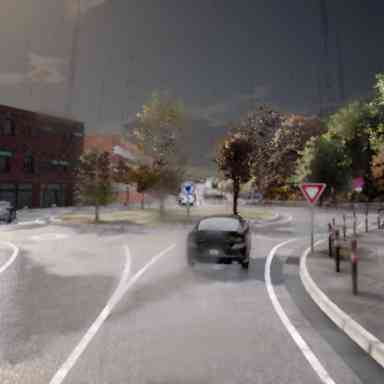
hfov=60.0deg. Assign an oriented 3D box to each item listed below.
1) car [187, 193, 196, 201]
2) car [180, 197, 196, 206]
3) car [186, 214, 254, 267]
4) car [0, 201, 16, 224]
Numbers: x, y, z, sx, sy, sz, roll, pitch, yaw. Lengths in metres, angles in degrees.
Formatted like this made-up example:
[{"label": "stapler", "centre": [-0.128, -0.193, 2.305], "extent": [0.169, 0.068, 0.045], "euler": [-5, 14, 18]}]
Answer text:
[{"label": "car", "centre": [-0.126, 1.199, 81.046], "extent": [2.150, 2.045, 5.566], "euler": [0, 0, 1]}, {"label": "car", "centre": [-0.830, 1.447, 51.155], "extent": [2.033, 1.411, 5.357], "euler": [0, 0, -7]}, {"label": "car", "centre": [1.091, 1.498, 11.661], "extent": [1.882, 1.535, 5.008], "euler": [0, 1, 11]}, {"label": "car", "centre": [-14.018, 1.441, 24.151], "extent": [2.128, 1.511, 4.902], "euler": [-1, 1, -23]}]
